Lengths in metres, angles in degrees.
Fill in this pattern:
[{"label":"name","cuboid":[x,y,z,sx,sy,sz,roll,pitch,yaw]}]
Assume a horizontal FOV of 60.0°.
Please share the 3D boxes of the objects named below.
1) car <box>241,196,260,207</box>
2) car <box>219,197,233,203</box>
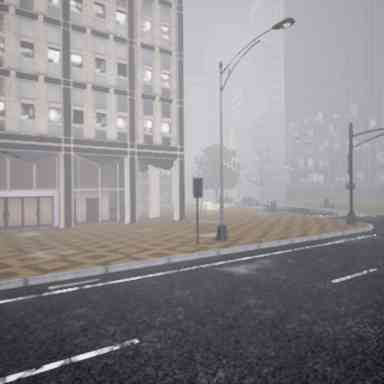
[{"label":"car","cuboid":[8.837,1.409,50.420,1.837,1.490,4.892,-1,0,-7]},{"label":"car","cuboid":[6.797,1.550,66.244,1.895,1.301,4.718,-1,0,-7]}]
